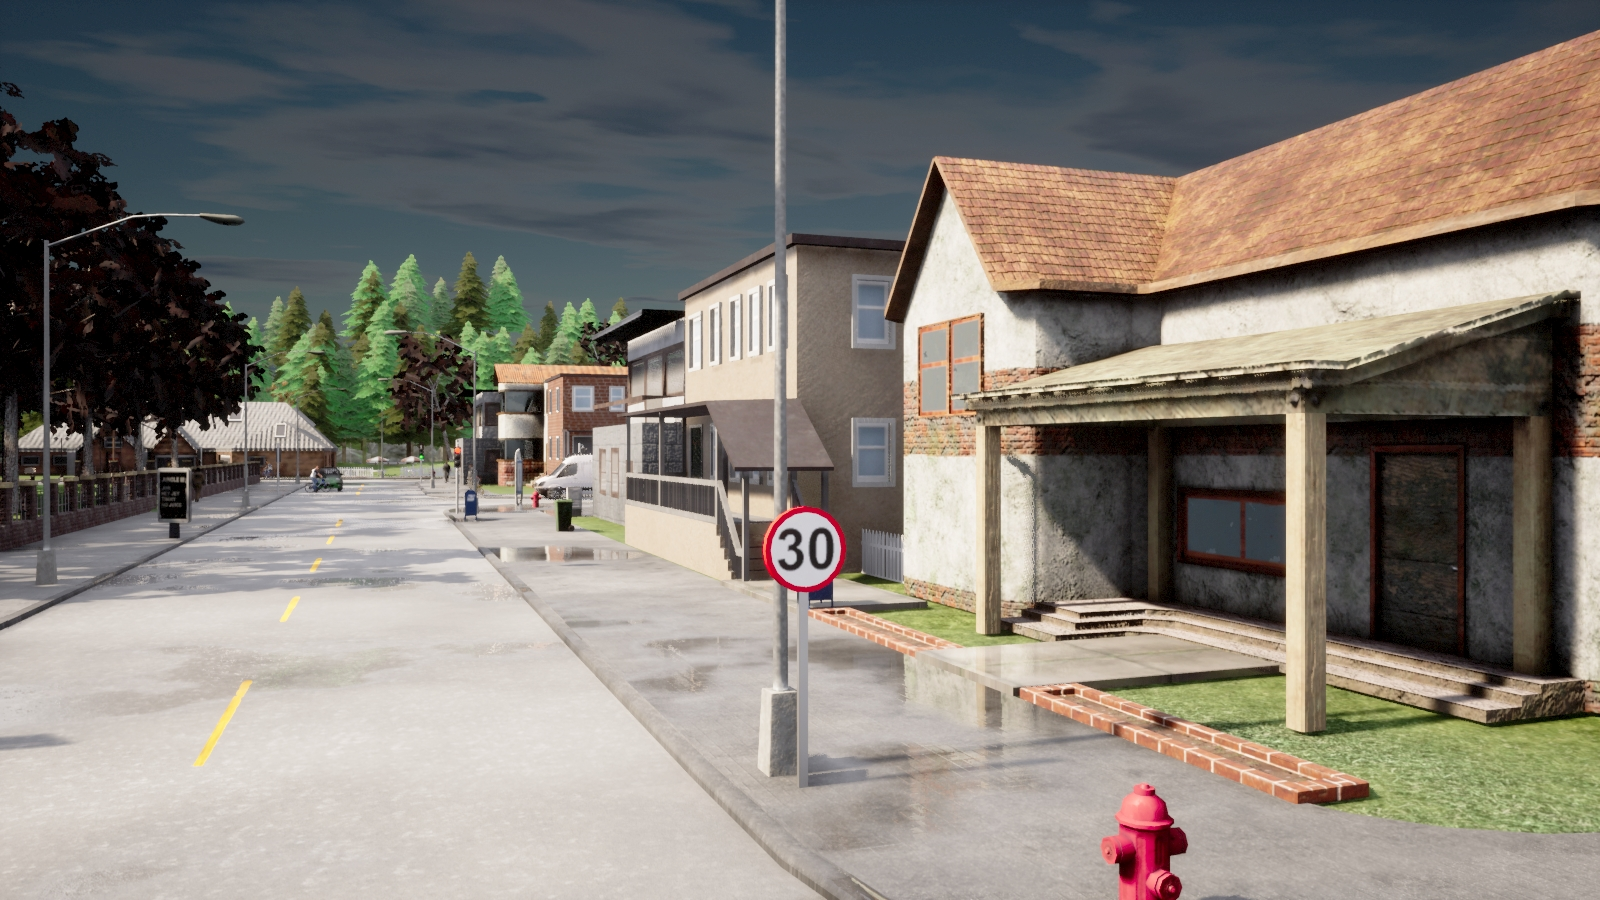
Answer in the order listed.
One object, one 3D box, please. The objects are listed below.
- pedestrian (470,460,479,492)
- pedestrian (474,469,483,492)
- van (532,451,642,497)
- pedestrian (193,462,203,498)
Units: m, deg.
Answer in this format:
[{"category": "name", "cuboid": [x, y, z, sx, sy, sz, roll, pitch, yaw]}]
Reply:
[{"category": "pedestrian", "cuboid": [-18.920, 1.516, 66.399, 0.375, 1.860, 0.375, 0, 0, 14]}, {"category": "pedestrian", "cuboid": [-18.858, 1.797, 67.014, 0.375, 1.300, 0.375, 0, 0, 7]}, {"category": "van", "cuboid": [-12.136, 1.315, 65.033, 5.915, 2.561, 1.988, 0, 0, -20]}, {"category": "pedestrian", "cuboid": [-30.793, 1.525, 58.445, 0.375, 1.860, 0.375, 0, 0, -20]}]
